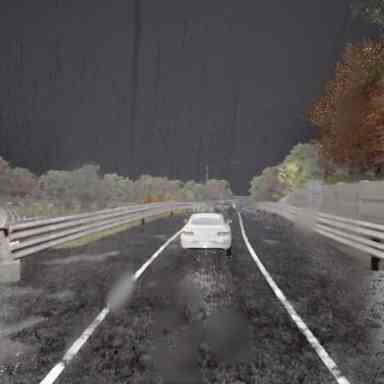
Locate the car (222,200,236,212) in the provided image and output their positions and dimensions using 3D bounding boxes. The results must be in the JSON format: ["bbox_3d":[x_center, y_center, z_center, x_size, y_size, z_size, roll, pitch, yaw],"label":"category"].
[{"bbox_3d":[6.628,2.555,59.532,2.150,2.045,5.566,0,-4,9],"label":"car"}]

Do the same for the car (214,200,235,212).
[{"bbox_3d":[3.492,1.722,37.243,2.128,1.511,4.902,0,-2,7],"label":"car"}]

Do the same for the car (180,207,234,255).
[{"bbox_3d":[0.615,1.531,13.276,1.812,1.442,4.674,0,0,5],"label":"car"}]
